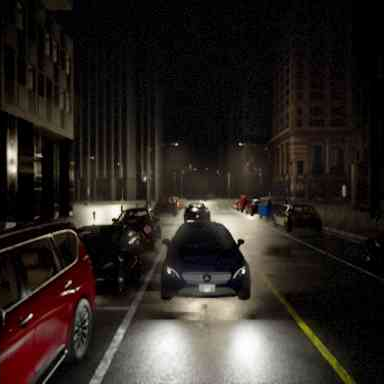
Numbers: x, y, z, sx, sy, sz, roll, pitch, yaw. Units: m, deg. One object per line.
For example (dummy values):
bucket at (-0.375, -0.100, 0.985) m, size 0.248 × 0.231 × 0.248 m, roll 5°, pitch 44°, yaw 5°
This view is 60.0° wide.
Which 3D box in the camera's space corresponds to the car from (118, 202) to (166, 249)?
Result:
car at (-2.392, 1.422, 14.253) m, size 1.967 × 1.590 × 4.097 m, roll 0°, pitch 0°, yaw 0°

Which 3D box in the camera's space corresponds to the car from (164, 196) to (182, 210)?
car at (-2.357, 1.389, 42.264) m, size 1.967 × 1.590 × 4.097 m, roll 0°, pitch 0°, yaw 0°

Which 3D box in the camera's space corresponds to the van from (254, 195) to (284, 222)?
van at (6.147, 1.310, 25.449) m, size 1.690 × 1.788 × 3.998 m, roll 0°, pitch 0°, yaw 0°

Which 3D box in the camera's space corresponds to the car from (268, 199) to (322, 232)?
car at (6.140, 1.416, 19.847) m, size 1.967 × 1.590 × 4.097 m, roll 0°, pitch 0°, yaw 0°

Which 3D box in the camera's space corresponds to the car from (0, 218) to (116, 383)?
car at (-2.406, 1.311, 3.049) m, size 2.192 × 1.841 × 5.009 m, roll 0°, pitch 0°, yaw 0°

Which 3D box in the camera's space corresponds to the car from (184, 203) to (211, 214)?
car at (0.383, 1.532, 25.513) m, size 1.994 × 1.385 × 4.181 m, roll 0°, pitch 0°, yaw 0°

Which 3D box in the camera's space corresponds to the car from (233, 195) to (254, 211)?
car at (6.160, 1.271, 36.653) m, size 2.192 × 1.841 × 5.009 m, roll 0°, pitch 0°, yaw 0°

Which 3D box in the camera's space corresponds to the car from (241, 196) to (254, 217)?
car at (6.154, 1.402, 31.050) m, size 1.967 × 1.590 × 4.097 m, roll 0°, pitch 0°, yaw 0°

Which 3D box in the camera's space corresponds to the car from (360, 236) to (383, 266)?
car at (6.127, 1.555, 8.644) m, size 1.947 × 1.339 × 4.313 m, roll 0°, pitch 0°, yaw 0°

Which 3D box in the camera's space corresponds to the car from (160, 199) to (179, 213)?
car at (-2.364, 1.481, 36.492) m, size 1.752 × 1.417 × 4.829 m, roll 0°, pitch 0°, yaw 0°

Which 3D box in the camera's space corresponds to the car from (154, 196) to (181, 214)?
car at (-2.372, 1.277, 31.060) m, size 2.192 × 1.841 × 5.009 m, roll 0°, pitch 0°, yaw 0°

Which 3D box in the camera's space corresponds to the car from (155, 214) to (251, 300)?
car at (0.268, 1.515, 8.466) m, size 1.812 × 1.442 × 4.674 m, roll 0°, pitch 0°, yaw 0°

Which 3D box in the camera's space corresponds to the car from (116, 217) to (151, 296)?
car at (-2.398, 1.555, 8.651) m, size 1.947 × 1.339 × 4.313 m, roll 0°, pitch 0°, yaw 0°
